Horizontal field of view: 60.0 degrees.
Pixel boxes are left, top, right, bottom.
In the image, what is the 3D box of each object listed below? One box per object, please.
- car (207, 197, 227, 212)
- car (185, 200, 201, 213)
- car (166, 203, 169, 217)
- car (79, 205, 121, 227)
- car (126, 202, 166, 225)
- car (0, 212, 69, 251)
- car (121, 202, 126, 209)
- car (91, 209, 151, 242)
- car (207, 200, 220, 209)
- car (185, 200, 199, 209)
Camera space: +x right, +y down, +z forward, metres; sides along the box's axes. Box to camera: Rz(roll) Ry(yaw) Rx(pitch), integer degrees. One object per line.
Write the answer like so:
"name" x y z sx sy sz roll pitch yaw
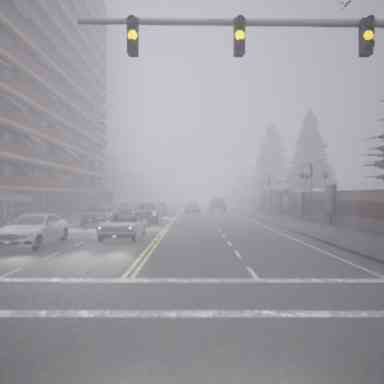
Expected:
"car" 3.502 1.690 45.808 2.150 2.045 5.566 0 -1 0
"car" 0.102 2.000 42.715 1.994 1.385 4.181 0 -1 0
"car" -3.560 1.883 36.833 1.837 1.490 4.892 0 -1 0
"car" -7.081 1.766 25.484 1.837 1.490 4.892 0 -1 0
"car" -3.573 1.625 26.610 2.097 1.767 4.553 0 -1 0
"car" -7.089 1.680 15.070 1.812 1.442 4.674 0 -1 0
"car" -7.058 1.862 37.624 1.882 1.535 5.008 0 -1 0
"car" -3.582 1.782 17.615 1.895 1.301 4.718 0 -1 0
"car" 3.502 2.093 55.437 1.812 1.442 4.674 0 -1 0
"car" 0.002 2.059 55.500 2.128 1.511 4.902 0 -1 0
